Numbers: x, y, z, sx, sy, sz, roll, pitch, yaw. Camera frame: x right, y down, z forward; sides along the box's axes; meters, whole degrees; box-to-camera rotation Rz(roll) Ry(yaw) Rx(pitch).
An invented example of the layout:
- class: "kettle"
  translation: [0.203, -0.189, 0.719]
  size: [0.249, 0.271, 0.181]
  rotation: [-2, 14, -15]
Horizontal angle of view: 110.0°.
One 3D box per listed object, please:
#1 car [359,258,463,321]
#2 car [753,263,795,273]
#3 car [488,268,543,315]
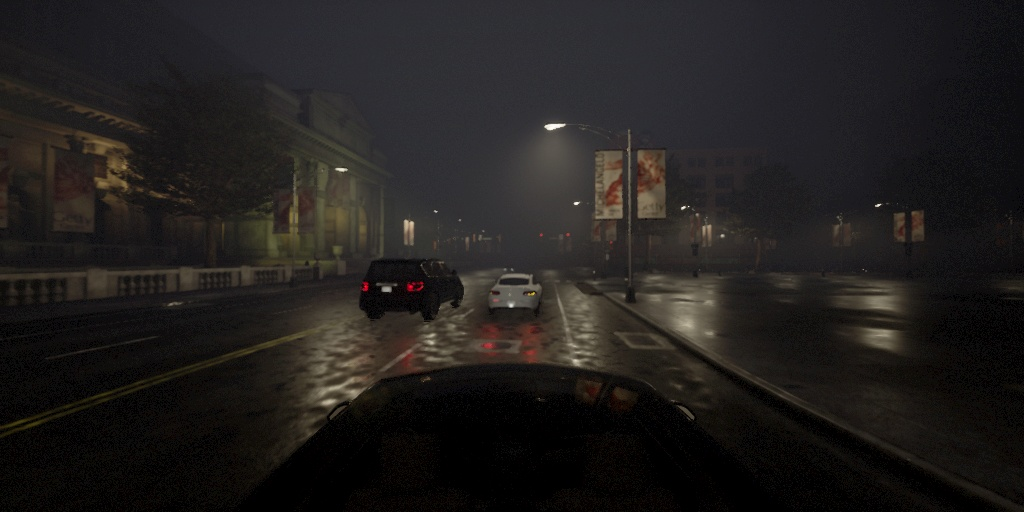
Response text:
- class: "car"
  translation: [-3.401, 1.086, 13.182]
  size: [2.150, 2.045, 5.566]
  rotation: [0, 0, 6]
- class: "car"
  translation: [38.563, 1.774, 52.379]
  size: [4.674, 1.442, 1.812]
  rotation: [0, -1, 6]
- class: "car"
  translation: [0.220, 1.396, 14.109]
  size: [1.812, 1.442, 4.674]
  rotation: [0, 0, 6]
